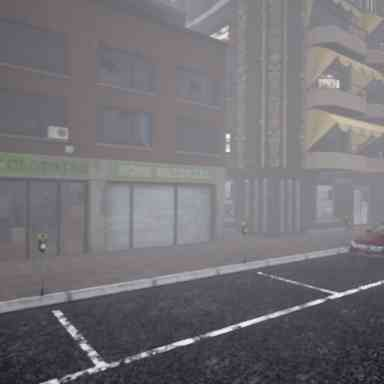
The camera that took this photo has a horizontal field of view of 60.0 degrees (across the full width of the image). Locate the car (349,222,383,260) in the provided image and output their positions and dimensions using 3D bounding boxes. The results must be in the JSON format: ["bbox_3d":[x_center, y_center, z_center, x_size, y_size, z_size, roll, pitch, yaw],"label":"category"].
[{"bbox_3d":[7.274,1.706,11.746,4.206,1.307,1.802,1,0,-35],"label":"car"}]
